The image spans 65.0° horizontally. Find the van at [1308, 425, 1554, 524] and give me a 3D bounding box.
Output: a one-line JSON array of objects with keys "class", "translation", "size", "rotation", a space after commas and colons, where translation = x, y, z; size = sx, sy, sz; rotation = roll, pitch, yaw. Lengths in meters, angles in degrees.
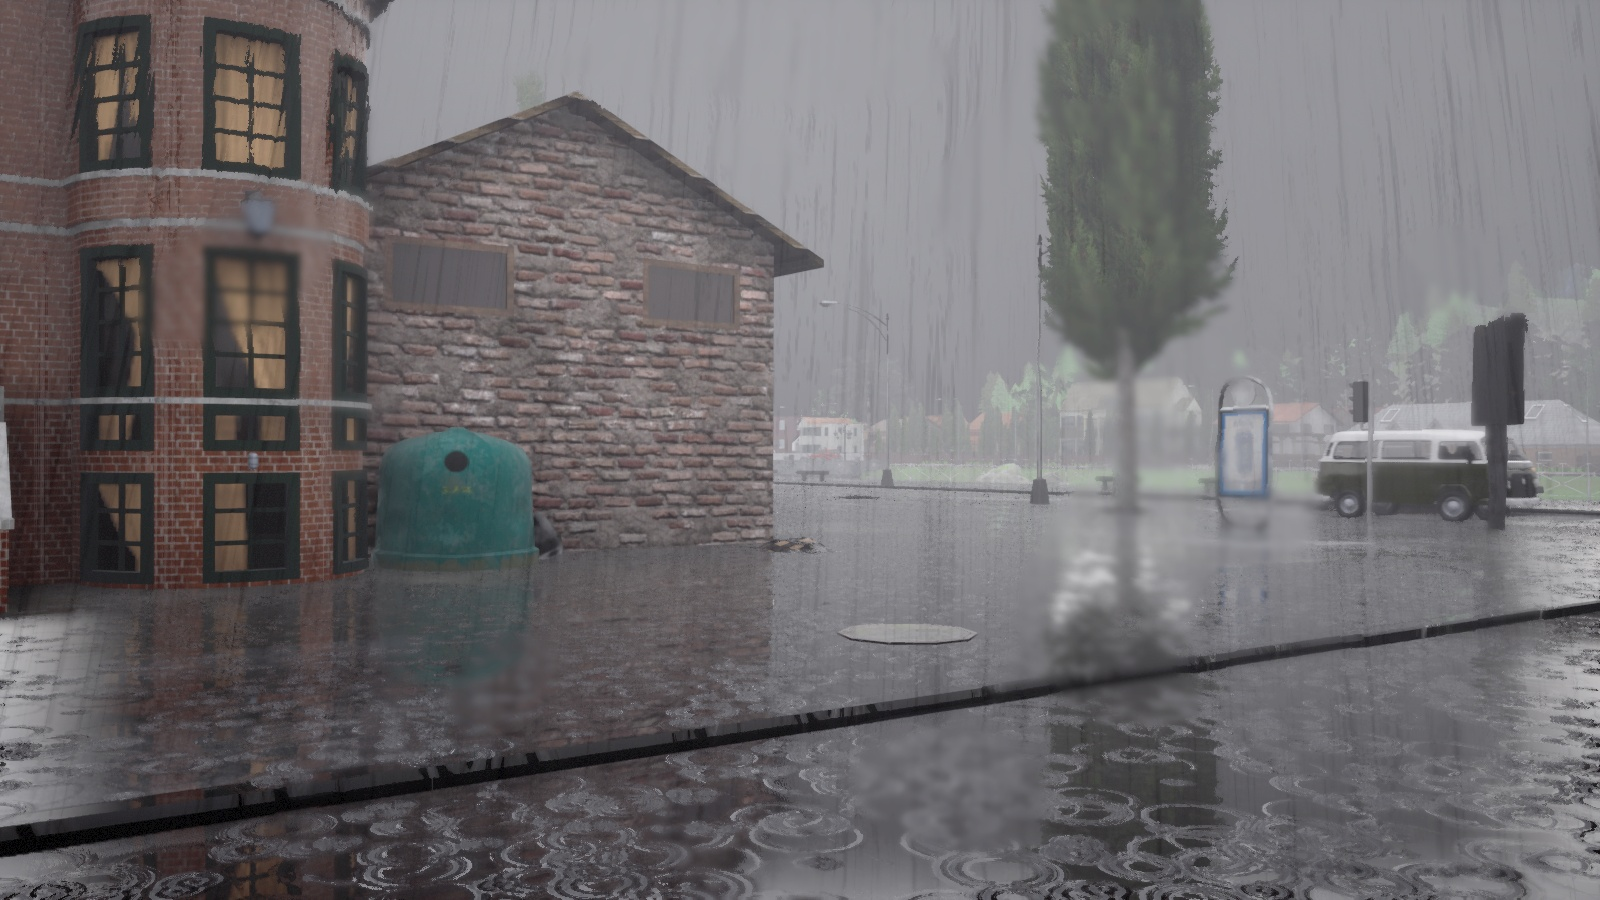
[{"class": "van", "translation": [14.085, 0.507, 28.271], "size": [2.069, 2.038, 4.480], "rotation": [0, 0, -35]}]
